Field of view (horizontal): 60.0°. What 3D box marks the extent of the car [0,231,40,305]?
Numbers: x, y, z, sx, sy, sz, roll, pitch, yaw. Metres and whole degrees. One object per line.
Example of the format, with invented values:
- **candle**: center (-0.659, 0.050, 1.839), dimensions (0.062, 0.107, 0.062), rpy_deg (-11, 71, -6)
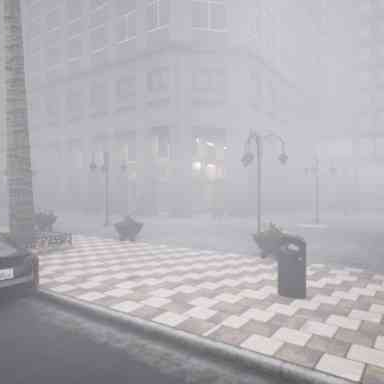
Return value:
- **car**: center (-5.267, 1.513, 7.213), dimensions (4.786, 1.482, 2.161), rpy_deg (0, 0, 35)
